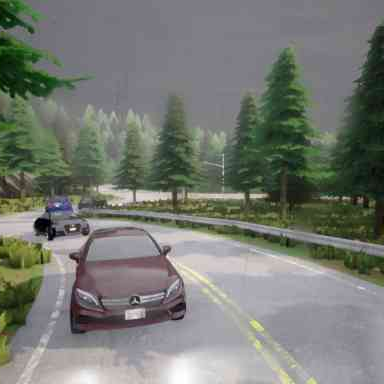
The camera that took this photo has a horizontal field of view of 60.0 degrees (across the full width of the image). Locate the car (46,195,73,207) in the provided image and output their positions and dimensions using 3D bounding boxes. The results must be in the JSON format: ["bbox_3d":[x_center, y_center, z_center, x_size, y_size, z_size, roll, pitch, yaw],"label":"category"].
[{"bbox_3d":[-12.834,1.326,32.222,2.150,2.045,5.566,-1,0,-18],"label":"car"}]

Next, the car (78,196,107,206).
[{"bbox_3d":[-12.681,1.289,42.809,2.097,1.767,4.553,2,2,13],"label":"car"}]

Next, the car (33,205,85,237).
[{"bbox_3d":[-7.039,1.664,17.763,1.994,1.385,4.181,-4,2,-38],"label":"car"}]

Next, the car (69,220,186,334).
[{"bbox_3d":[-1.515,1.523,7.060,1.812,1.442,4.674,-2,0,-17],"label":"car"}]
